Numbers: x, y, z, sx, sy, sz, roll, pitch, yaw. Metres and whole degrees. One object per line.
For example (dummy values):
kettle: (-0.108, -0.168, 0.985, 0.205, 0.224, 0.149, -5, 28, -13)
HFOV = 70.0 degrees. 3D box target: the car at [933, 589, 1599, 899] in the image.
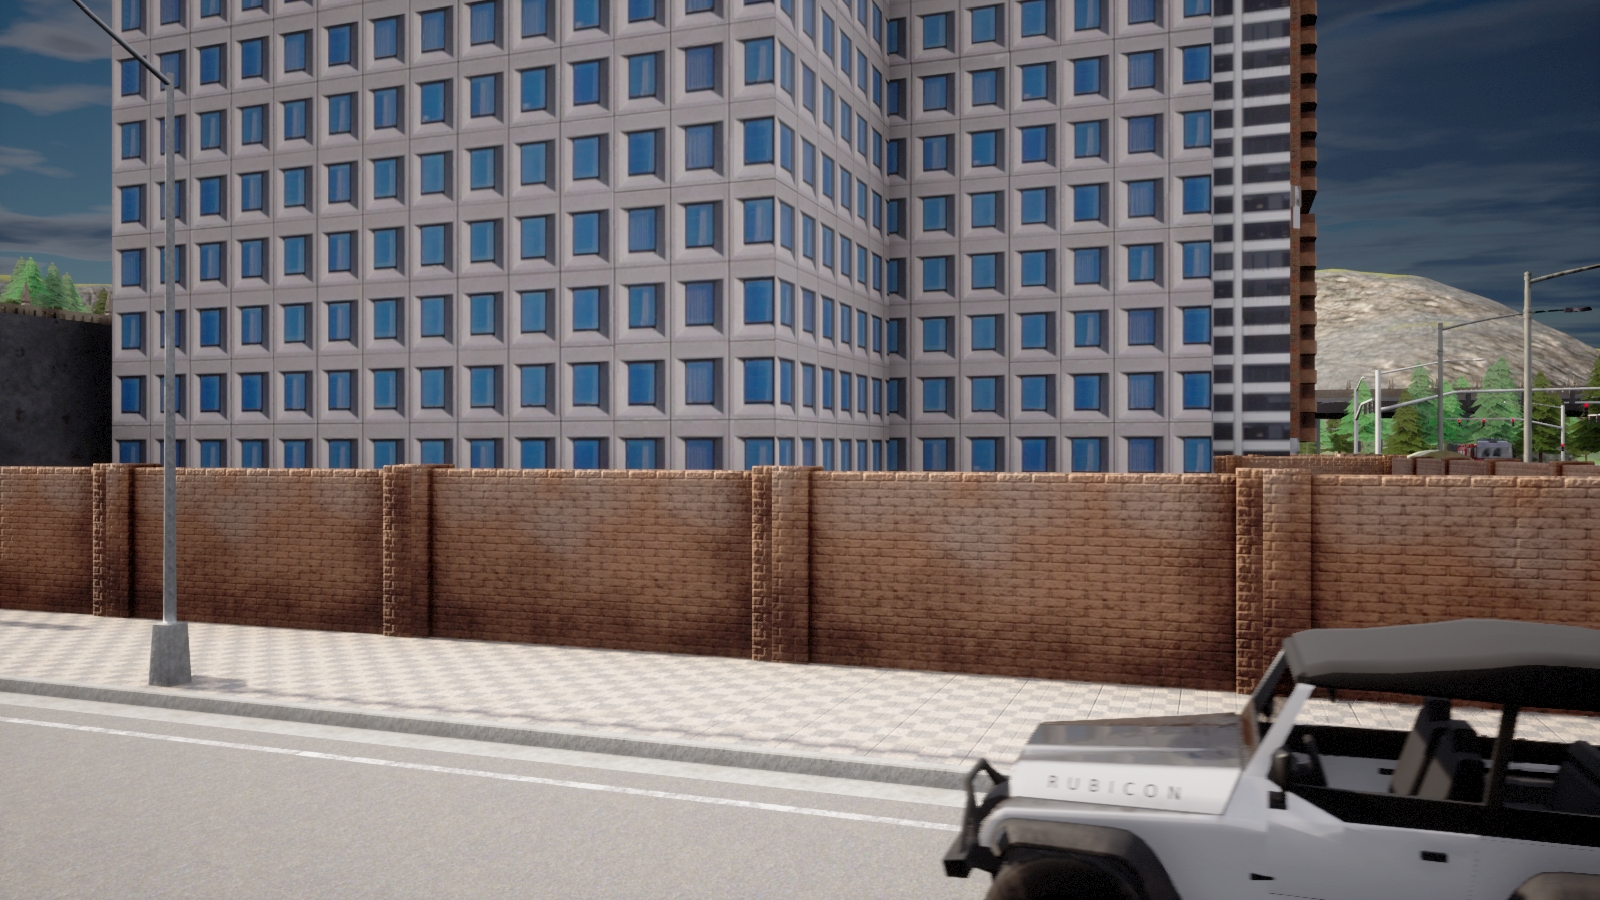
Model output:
car: (2.812, 1.857, 5.970, 3.866, 1.878, 1.905, 0, 0, 20)
